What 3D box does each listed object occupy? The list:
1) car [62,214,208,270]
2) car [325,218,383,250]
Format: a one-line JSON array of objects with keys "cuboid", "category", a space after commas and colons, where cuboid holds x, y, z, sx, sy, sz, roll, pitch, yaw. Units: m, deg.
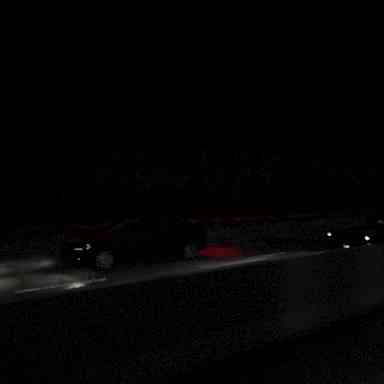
[{"cuboid": [-1.754, 1.533, 11.338, 5.008, 1.535, 1.882, 1, 0, -35], "category": "car"}, {"cuboid": [7.546, 1.751, 13.672, 4.718, 1.301, 1.895, 1, 0, -35], "category": "car"}]
